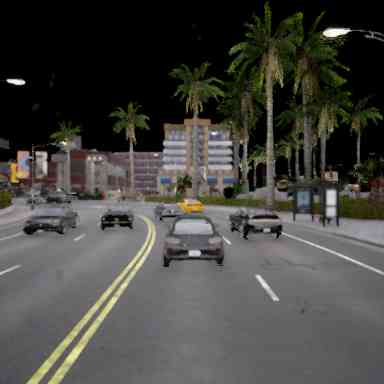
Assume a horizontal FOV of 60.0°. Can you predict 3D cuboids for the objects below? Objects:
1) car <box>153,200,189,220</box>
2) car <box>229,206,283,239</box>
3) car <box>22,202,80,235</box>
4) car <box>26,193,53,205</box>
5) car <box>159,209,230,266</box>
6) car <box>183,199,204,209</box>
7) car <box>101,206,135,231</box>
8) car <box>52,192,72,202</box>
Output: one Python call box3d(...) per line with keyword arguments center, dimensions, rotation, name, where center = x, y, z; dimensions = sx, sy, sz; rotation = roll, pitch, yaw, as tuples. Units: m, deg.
box3d(center=(-2.026, 1.519, 27.319), dimensions=(2.033, 1.411, 5.357), rotation=(0, 0, -13), name="car")
box3d(center=(3.117, 1.474, 17.172), dimensions=(2.128, 1.511, 4.902), rotation=(0, 0, -5), name="car")
box3d(center=(-7.736, 1.528, 18.878), dimensions=(2.033, 1.411, 5.357), rotation=(0, 0, -7), name="car")
box3d(center=(-25.797, 1.436, 55.463), dimensions=(4.902, 1.511, 2.128), rotation=(0, 0, 40), name="car")
box3d(center=(-0.003, 1.514, 11.417), dimensions=(1.812, 1.442, 4.674), rotation=(0, 0, -2), name="car")
box3d(center=(-0.353, 1.442, 33.970), dimensions=(1.882, 1.535, 5.008), rotation=(0, 0, -18), name="car")
box3d(center=(-4.523, 1.579, 20.755), dimensions=(1.895, 1.301, 4.718), rotation=(0, 0, -9), name="car")
box3d(center=(-23.050, 1.162, 57.819), dimensions=(5.566, 2.045, 2.150), rotation=(0, 0, 41), name="car")
